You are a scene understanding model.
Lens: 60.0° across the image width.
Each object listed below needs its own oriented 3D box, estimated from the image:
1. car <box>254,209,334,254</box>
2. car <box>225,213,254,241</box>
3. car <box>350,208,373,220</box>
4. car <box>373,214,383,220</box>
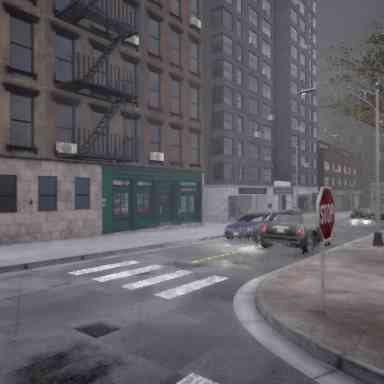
[{"bbox_3d":[4.996,1.668,15.425,2.097,1.767,4.553,0,-1,38],"label":"car"},{"bbox_3d":[3.642,1.891,18.465,1.812,1.442,4.674,0,-2,38],"label":"car"},{"bbox_3d":[20.141,2.545,39.199,1.994,1.385,4.181,0,-2,39],"label":"car"},{"bbox_3d":[21.995,2.301,36.867,2.097,1.767,4.553,0,-1,38],"label":"car"}]
